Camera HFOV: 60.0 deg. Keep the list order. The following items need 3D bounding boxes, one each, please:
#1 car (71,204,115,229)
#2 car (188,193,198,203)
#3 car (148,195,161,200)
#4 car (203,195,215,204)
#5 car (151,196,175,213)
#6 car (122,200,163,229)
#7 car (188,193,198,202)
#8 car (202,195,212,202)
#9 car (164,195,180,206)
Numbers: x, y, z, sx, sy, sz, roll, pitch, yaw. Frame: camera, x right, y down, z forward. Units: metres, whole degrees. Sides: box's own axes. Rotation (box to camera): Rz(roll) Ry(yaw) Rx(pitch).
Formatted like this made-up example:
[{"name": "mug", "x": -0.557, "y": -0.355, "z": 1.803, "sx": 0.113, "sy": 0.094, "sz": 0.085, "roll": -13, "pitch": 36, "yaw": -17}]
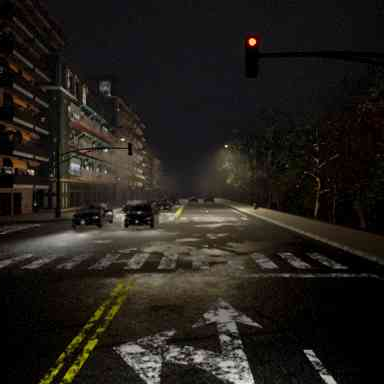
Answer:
[{"name": "car", "x": -6.538, "y": 1.552, "z": 22.381, "sx": 2.128, "sy": 1.511, "sz": 4.902, "roll": -1, "pitch": 0, "yaw": 0}, {"name": "car", "x": 0.316, "y": 1.512, "z": 66.466, "sx": 2.128, "sy": 1.511, "sz": 4.902, "roll": 0, "pitch": 0, "yaw": 0}, {"name": "car", "x": -6.416, "y": 1.613, "z": 54.103, "sx": 1.895, "sy": 1.301, "sz": 4.718, "roll": 0, "pitch": 0, "yaw": 0}, {"name": "car", "x": 3.464, "y": 1.525, "z": 66.049, "sx": 1.837, "sy": 1.490, "sz": 4.892, "roll": 0, "pitch": 0, "yaw": 0}, {"name": "car", "x": -3.230, "y": 1.508, "z": 37.783, "sx": 1.837, "sy": 1.490, "sz": 4.892, "roll": 0, "pitch": 0, "yaw": 0}, {"name": "car", "x": -3.285, "y": 1.546, "z": 22.300, "sx": 1.837, "sy": 1.490, "sz": 4.892, "roll": 0, "pitch": 0, "yaw": 0}, {"name": "car", "x": 0.249, "y": 1.253, "z": 76.556, "sx": 2.150, "sy": 2.045, "sz": 5.566, "roll": 0, "pitch": 0, "yaw": 0}, {"name": "car", "x": 3.498, "y": 1.498, "z": 76.468, "sx": 2.033, "sy": 1.411, "sz": 5.357, "roll": 0, "pitch": 0, "yaw": 0}, {"name": "car", "x": -3.156, "y": 1.518, "z": 55.778, "sx": 1.837, "sy": 1.490, "sz": 4.892, "roll": 0, "pitch": 0, "yaw": 0}]
